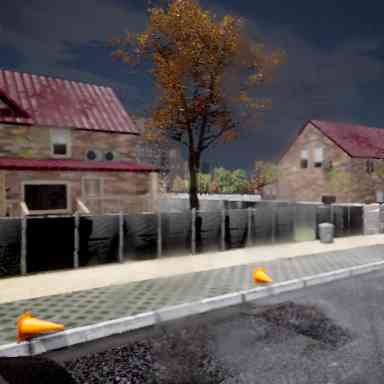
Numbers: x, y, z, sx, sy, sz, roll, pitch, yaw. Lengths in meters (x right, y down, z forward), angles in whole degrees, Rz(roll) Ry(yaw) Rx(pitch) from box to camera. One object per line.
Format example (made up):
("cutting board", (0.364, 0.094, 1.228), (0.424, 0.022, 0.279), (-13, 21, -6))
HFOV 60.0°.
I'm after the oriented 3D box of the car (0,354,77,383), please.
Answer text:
("car", (-2.658, 1.492, 0.647), (4.892, 1.490, 1.837), (0, 0, -36))
